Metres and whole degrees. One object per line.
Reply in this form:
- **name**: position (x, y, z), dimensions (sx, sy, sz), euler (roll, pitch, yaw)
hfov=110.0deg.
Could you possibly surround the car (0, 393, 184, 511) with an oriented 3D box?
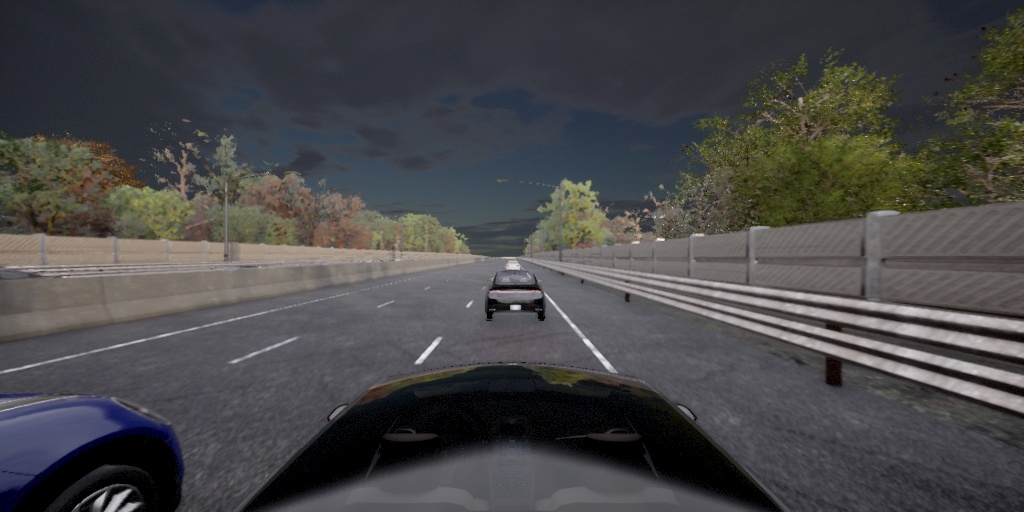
- **car**: position (-3.399, 1.101, 0.652), dimensions (2.097, 1.767, 4.553), euler (0, 0, 0)

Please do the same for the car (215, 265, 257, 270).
- **car**: position (-17.572, 1.303, 22.718), dimensions (2.033, 1.411, 5.357), euler (0, 0, 0)

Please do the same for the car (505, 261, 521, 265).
- **car**: position (0.094, 1.286, 44.369), dimensions (1.812, 1.442, 4.674), euler (0, 0, 0)

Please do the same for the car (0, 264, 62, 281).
- **car**: position (-21.096, 1.231, 13.942), dimensions (1.882, 1.535, 5.008), euler (0, 0, 0)

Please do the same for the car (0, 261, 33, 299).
- **car**: position (-24.594, 1.105, 15.333), dimensions (2.097, 1.767, 4.553), euler (0, 0, 0)

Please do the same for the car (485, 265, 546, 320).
- **car**: position (0.099, 1.244, 12.570), dimensions (2.128, 1.511, 4.902), euler (0, 0, 0)
